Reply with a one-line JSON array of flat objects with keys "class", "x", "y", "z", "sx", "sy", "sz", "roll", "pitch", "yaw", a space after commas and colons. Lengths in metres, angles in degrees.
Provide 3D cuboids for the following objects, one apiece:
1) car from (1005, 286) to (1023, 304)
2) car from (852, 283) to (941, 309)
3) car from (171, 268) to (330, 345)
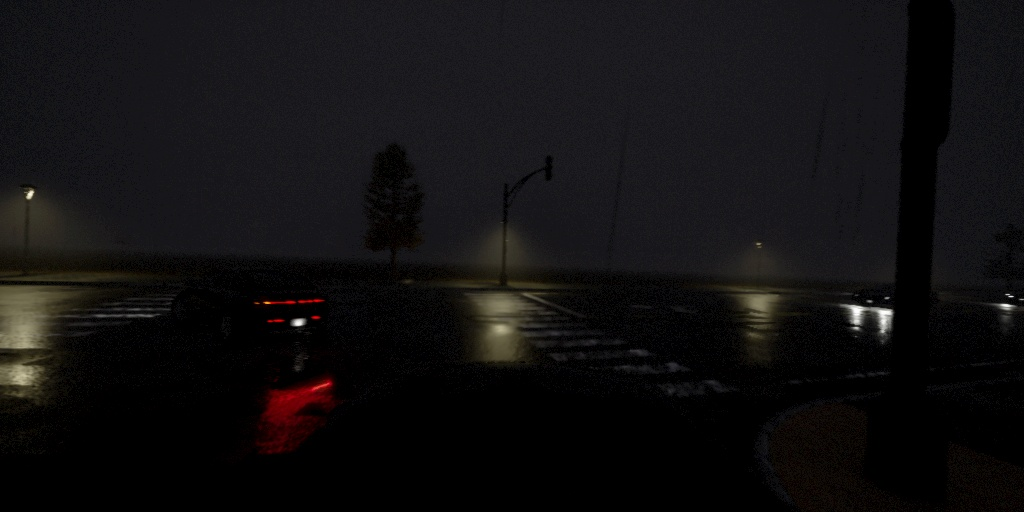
[{"class": "car", "x": 40.000, "y": 3.082, "z": 27.355, "sx": 4.892, "sy": 1.490, "sz": 1.837, "roll": 3, "pitch": 1, "yaw": -20}, {"class": "car", "x": 22.912, "y": 2.309, "z": 21.307, "sx": 5.357, "sy": 1.411, "sz": 2.033, "roll": 2, "pitch": 1, "yaw": -19}, {"class": "car", "x": -6.457, "y": 1.027, "z": 8.829, "sx": 4.892, "sy": 1.490, "sz": 1.837, "roll": 3, "pitch": -2, "yaw": 33}]
